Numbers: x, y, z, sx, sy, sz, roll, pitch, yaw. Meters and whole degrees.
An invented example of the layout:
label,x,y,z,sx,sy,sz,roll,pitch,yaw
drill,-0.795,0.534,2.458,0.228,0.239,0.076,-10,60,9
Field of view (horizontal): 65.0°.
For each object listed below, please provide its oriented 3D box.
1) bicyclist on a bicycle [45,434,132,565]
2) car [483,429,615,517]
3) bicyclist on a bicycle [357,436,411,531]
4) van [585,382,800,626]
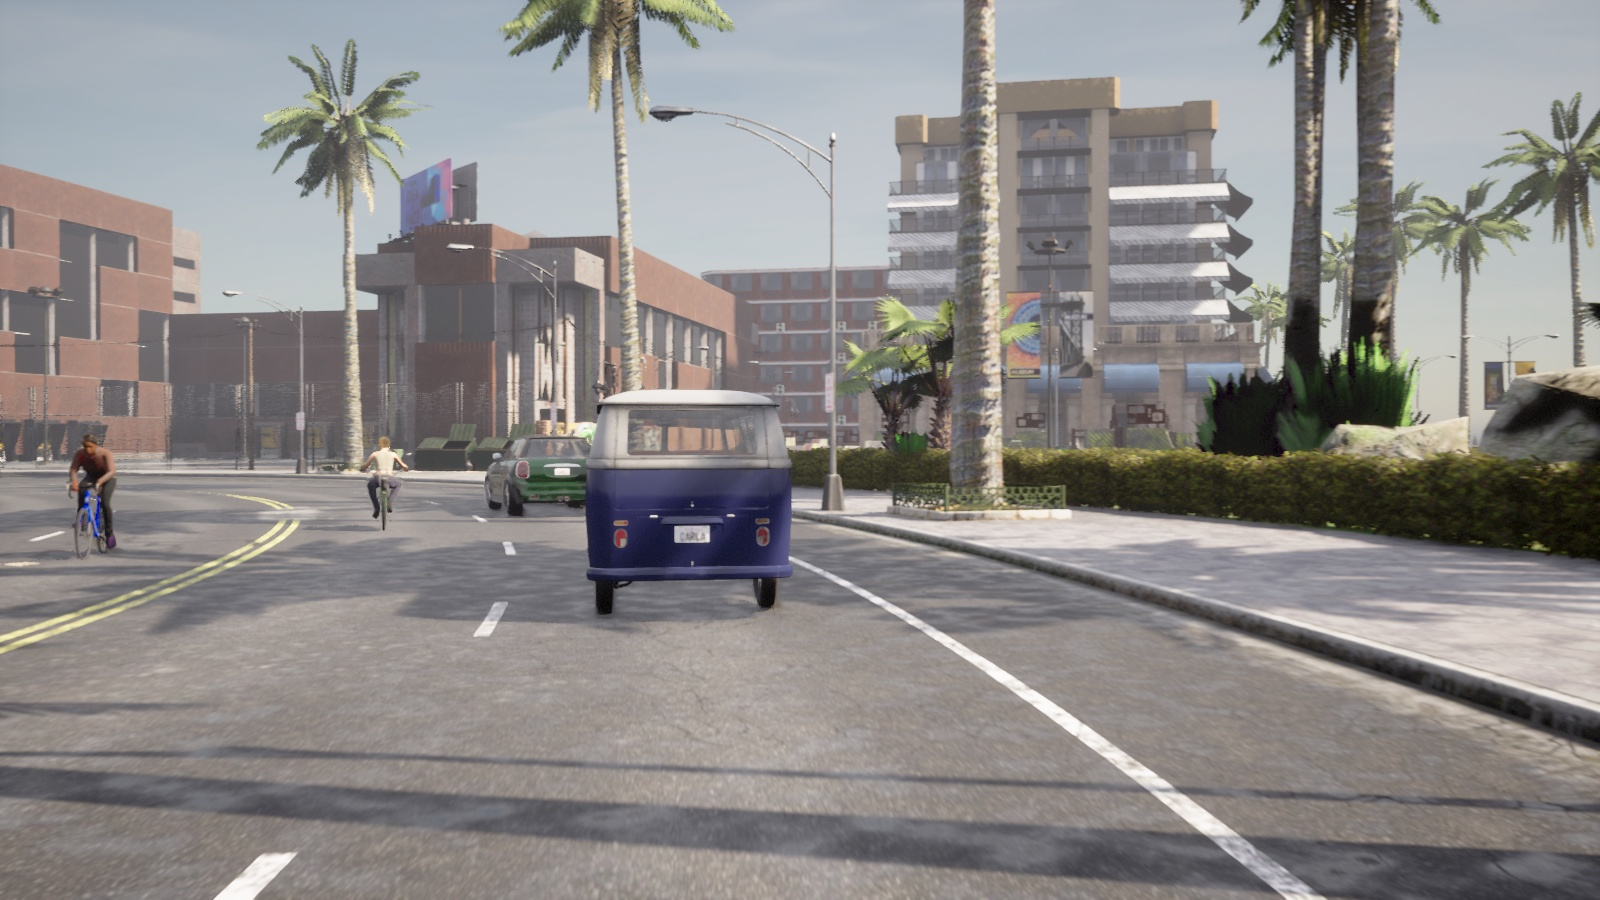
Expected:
label,x,y,z,sx,sy,sz,roll,pitch,yaw
bicyclist on a bicycle,-9.264,0.606,16.404,0.582,1.620,1.656,0,1,-15
car,-5.610,0.449,27.585,2.097,1.767,4.553,0,0,-21
bicyclist on a bicycle,-7.287,0.558,22.033,0.866,1.612,1.509,0,0,-18
van,-1.236,0.428,12.551,1.775,1.987,4.442,0,0,-9
